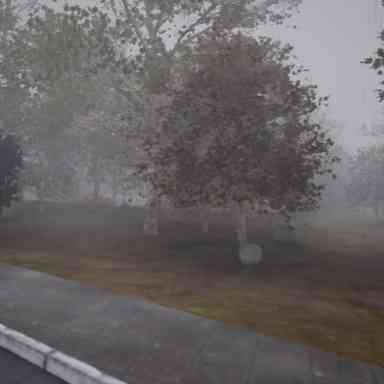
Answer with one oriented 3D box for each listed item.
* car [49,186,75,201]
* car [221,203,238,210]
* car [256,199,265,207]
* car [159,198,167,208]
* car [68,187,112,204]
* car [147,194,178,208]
[{"bbox_3d":[-15.653,0.184,43.304,5.566,2.045,2.150,8,-2,-44],"label":"car"},{"bbox_3d":[8.365,2.745,61.759,5.357,1.411,2.033,4,1,-43],"label":"car"},{"bbox_3d":[17.220,2.857,85.450,5.566,2.045,2.435,4,1,-43],"label":"car"},{"bbox_3d":[-2.562,1.828,51.531,4.892,1.490,1.837,6,-1,-43],"label":"car"},{"bbox_3d":[-12.429,0.741,42.017,5.008,1.535,1.882,7,-2,-44],"label":"car"},{"bbox_3d":[-4.713,1.494,53.813,4.553,1.767,2.097,6,-1,-43],"label":"car"}]
